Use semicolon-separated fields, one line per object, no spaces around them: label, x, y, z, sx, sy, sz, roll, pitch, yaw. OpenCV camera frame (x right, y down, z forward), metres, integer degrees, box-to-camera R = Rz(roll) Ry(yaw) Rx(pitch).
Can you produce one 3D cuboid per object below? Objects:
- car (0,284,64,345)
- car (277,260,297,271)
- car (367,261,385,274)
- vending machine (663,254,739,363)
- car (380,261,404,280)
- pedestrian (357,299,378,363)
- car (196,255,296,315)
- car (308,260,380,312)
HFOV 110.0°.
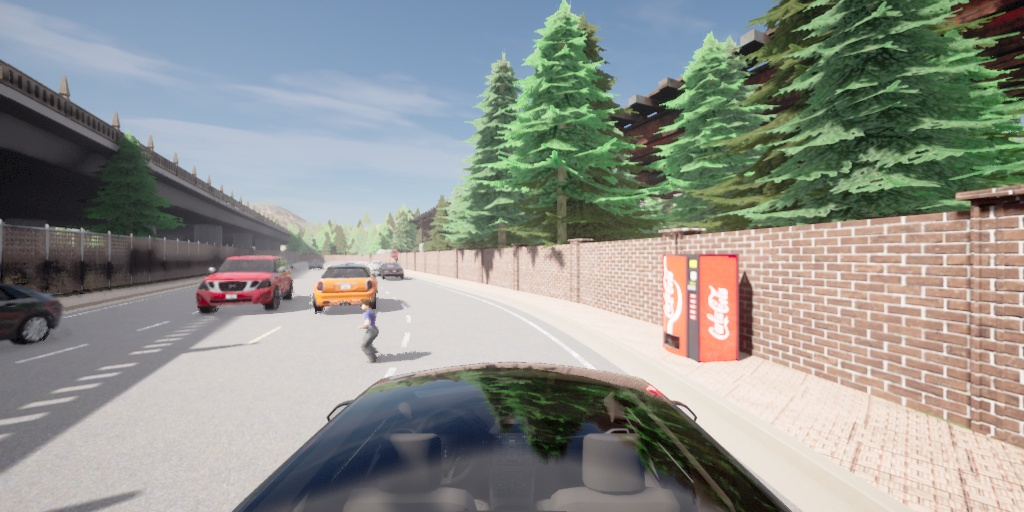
car;-11.394;1.264;6.615;1.837;1.490;4.892;1;0;-14
car;-31.895;1.332;50.982;1.837;1.490;4.892;0;-1;-26
car;-16.779;1.337;44.197;1.812;1.442;4.674;0;0;-24
vending machine;3.521;0.952;6.781;1.100;2.100;0.880;0;0;-8
car;-11.019;1.342;32.499;2.033;1.411;5.357;0;0;-26
pedestrian;-2.614;1.331;6.704;0.375;1.300;0.375;0;0;-10
car;-10.308;0.991;14.339;2.150;2.045;5.566;0;0;-23
car;-6.618;1.121;14.595;2.097;1.767;4.553;0;0;-21
